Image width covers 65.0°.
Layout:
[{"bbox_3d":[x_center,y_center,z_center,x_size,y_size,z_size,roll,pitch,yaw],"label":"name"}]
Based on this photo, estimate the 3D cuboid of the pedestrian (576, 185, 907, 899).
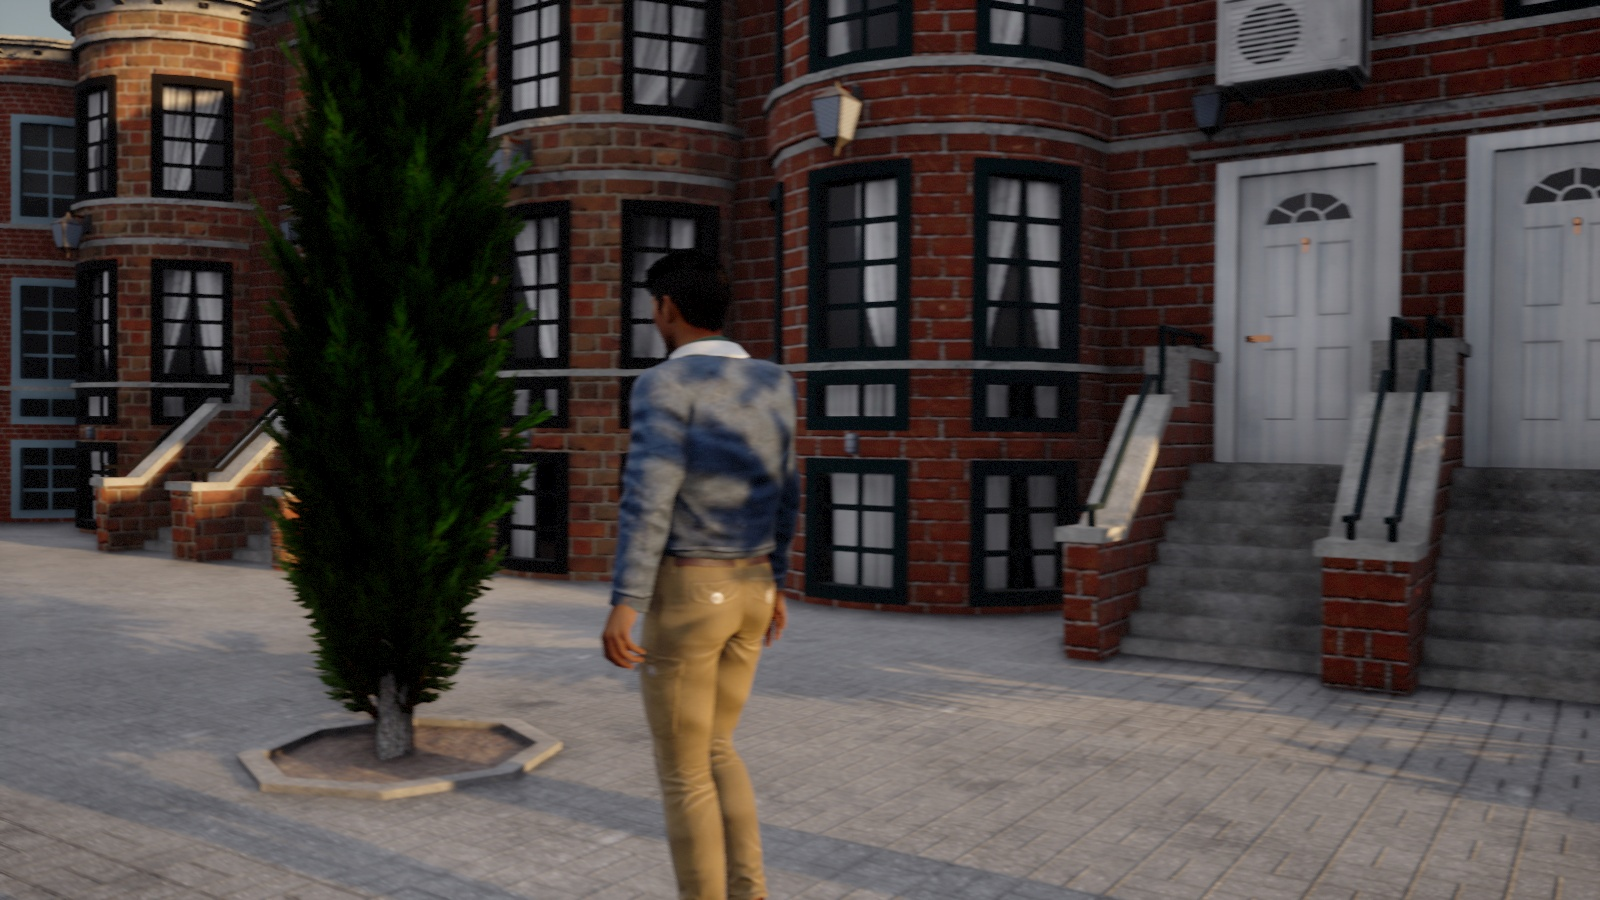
[{"bbox_3d":[-0.166,0.397,3.158,0.423,1.949,0.788,-1,1,-40],"label":"pedestrian"}]
